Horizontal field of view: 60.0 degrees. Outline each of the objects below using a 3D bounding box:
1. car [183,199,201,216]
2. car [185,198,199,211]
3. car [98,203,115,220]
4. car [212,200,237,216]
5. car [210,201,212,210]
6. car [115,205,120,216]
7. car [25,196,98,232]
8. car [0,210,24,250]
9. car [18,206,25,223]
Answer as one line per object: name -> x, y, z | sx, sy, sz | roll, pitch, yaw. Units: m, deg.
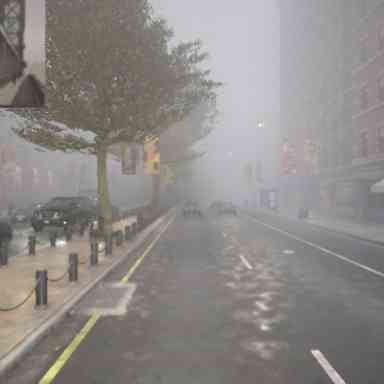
car -> 0.002, 1.677, 34.130 | 2.033, 1.411, 5.357 | 0, 0, 0
car -> 0.018, 1.679, 45.376 | 1.837, 1.490, 4.892 | 0, 0, 0
car -> -7.999, 1.394, 26.551 | 2.128, 1.511, 4.902 | 0, 2, 0
car -> 3.502, 1.679, 34.592 | 2.033, 1.411, 5.357 | 0, 0, 0
car -> 3.521, 1.737, 45.498 | 1.994, 1.385, 4.181 | 0, 0, 0
car -> -7.999, 1.687, 30.901 | 1.994, 1.385, 4.181 | 0, 0, 0
car -> -7.999, 1.301, 21.091 | 2.150, 2.045, 5.566 | 0, 0, 0
car -> -8.023, 1.569, 11.473 | 1.812, 1.442, 4.674 | 0, 0, 1
car -> -11.499, 1.585, 24.715 | 2.128, 1.511, 4.902 | 0, 0, 0
